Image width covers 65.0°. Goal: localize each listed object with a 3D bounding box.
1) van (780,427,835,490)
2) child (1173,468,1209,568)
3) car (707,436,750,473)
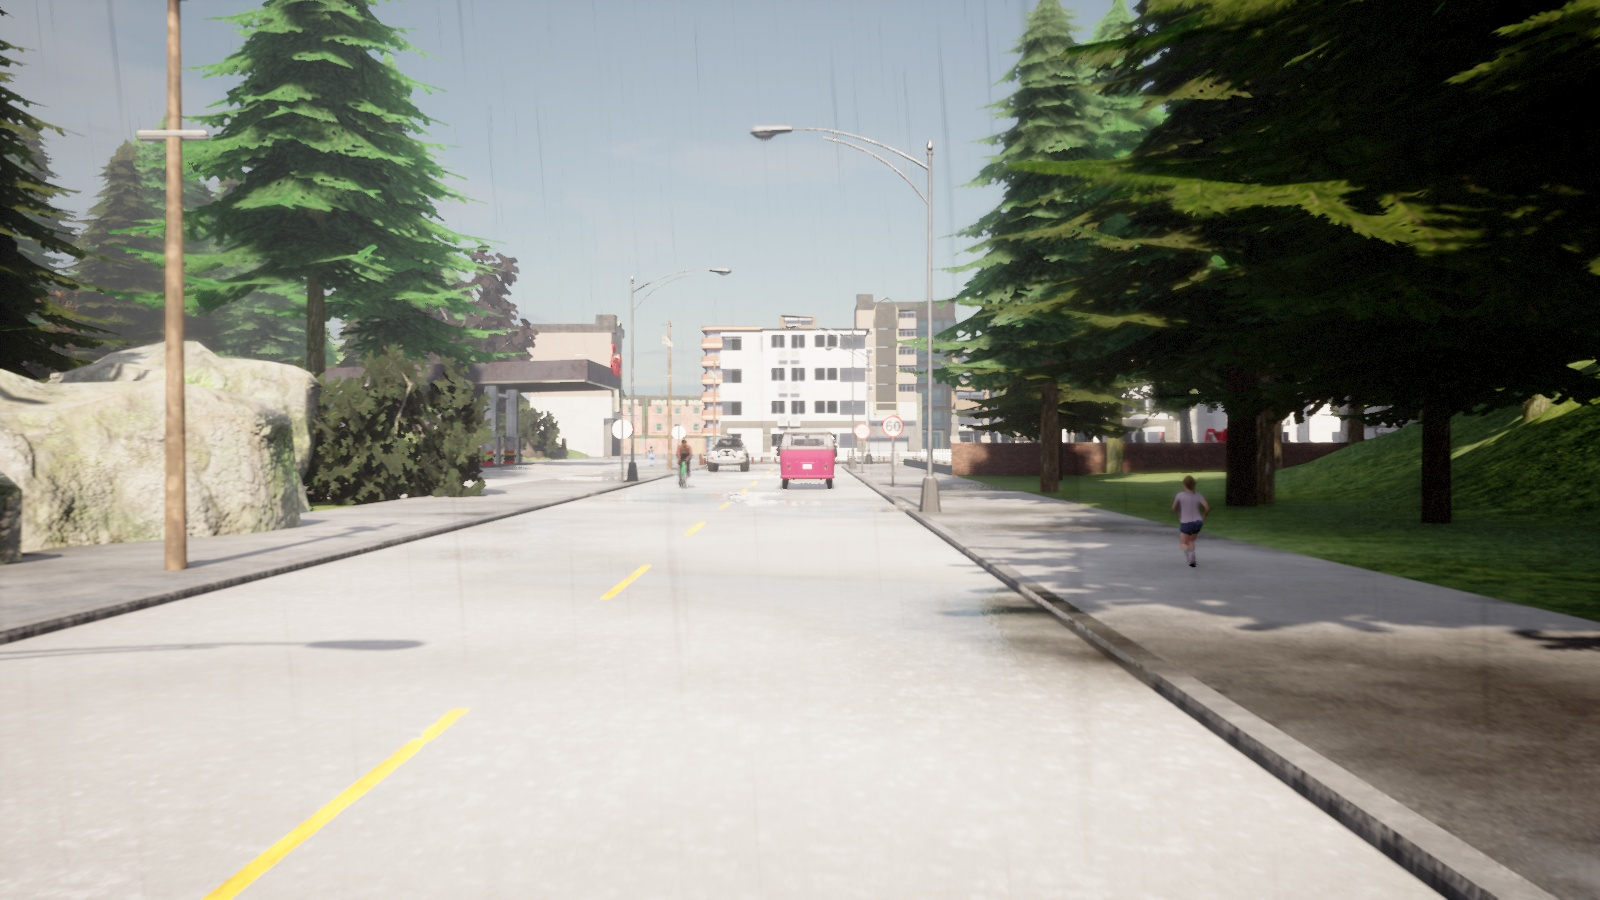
[{"bbox_3d":[0.246,0.260,42.398,1.775,1.987,4.442,0,0,0],"label":"van"},{"bbox_3d":[4.404,0.760,14.151,0.255,1.110,0.394,0,0,-4],"label":"child"},{"bbox_3d":[-3.657,0.195,64.762,1.932,1.855,4.605,0,0,0],"label":"car"}]
